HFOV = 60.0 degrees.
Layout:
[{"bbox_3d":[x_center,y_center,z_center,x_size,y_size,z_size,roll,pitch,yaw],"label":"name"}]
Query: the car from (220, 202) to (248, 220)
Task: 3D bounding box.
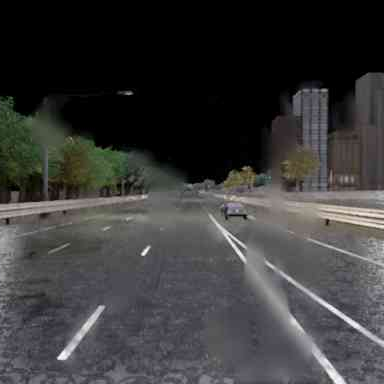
[{"bbox_3d":[3.510,1.551,28.464,2.033,1.411,5.357,0,0,0],"label":"car"}]
